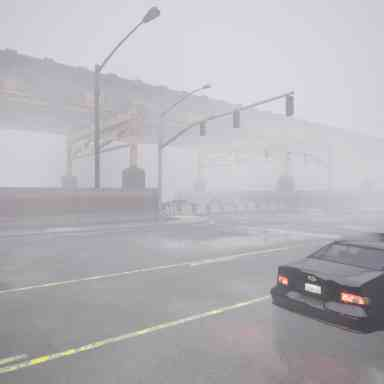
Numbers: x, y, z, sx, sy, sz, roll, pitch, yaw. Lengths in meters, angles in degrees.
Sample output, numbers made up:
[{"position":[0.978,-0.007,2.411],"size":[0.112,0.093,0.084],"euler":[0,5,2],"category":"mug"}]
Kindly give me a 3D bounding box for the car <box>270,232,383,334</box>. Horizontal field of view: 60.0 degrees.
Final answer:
[{"position":[3.916,1.547,6.647],"size":[5.357,1.411,2.033],"euler":[0,0,-36],"category":"car"}]

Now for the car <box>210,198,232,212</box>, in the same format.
[{"position":[2.839,1.453,38.683],"size":[2.038,1.542,4.974],"euler":[0,0,17],"category":"car"}]

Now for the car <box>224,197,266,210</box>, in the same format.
[{"position":[6.710,1.453,42.483],"size":[4.974,1.542,2.038],"euler":[0,0,-8],"category":"car"}]

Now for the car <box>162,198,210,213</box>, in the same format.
[{"position":[-0.878,1.453,35.959],"size":[4.974,1.542,2.038],"euler":[0,0,7],"category":"car"}]

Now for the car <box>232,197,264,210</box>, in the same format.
[{"position":[6.659,1.295,42.476],"size":[4.536,1.218,1.853],"euler":[0,0,-8],"category":"car"}]

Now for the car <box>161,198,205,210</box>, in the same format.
[{"position":[-0.929,1.295,35.965],"size":[4.536,1.218,1.853],"euler":[0,0,7],"category":"car"}]

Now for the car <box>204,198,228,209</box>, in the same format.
[{"position":[2.854,1.295,38.732],"size":[1.853,1.218,4.536],"euler":[0,0,17],"category":"car"}]
